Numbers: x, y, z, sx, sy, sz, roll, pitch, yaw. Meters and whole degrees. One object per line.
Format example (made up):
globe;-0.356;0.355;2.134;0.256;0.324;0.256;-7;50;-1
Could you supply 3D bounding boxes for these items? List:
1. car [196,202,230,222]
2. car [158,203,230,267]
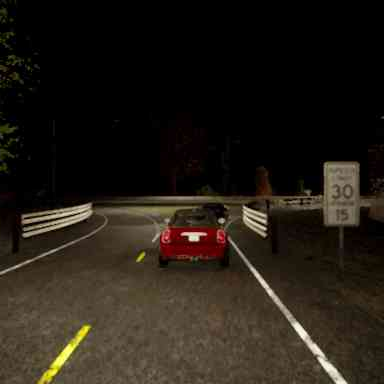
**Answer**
car;1.740;1.527;26.502;1.994;1.385;4.181;0;0;14
car;0.098;1.336;11.577;2.097;1.767;4.553;0;0;1
